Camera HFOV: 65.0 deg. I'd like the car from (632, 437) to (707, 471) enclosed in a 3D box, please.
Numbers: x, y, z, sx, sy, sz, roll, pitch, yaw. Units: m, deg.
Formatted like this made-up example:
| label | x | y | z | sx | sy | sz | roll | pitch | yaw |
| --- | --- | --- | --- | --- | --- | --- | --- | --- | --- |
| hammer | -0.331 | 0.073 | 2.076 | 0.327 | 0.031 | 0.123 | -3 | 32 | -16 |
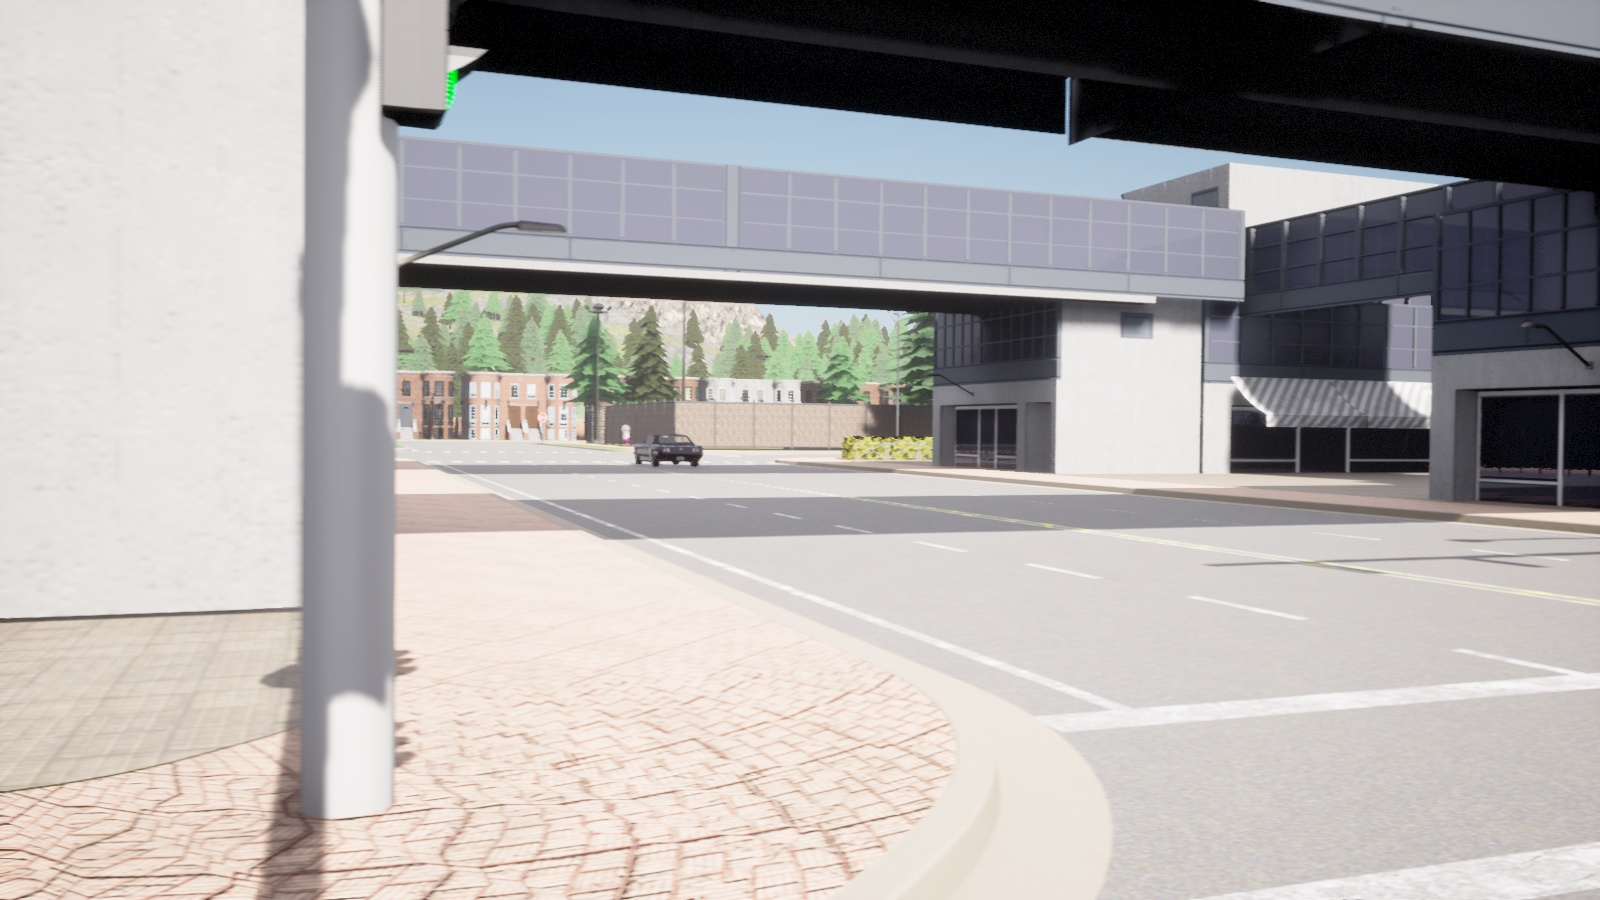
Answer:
| label | x | y | z | sx | sy | sz | roll | pitch | yaw |
| --- | --- | --- | --- | --- | --- | --- | --- | --- | --- |
| car | -5.409 | 0.123 | 51.522 | 1.895 | 1.301 | 4.718 | -1 | 1 | -21 |
